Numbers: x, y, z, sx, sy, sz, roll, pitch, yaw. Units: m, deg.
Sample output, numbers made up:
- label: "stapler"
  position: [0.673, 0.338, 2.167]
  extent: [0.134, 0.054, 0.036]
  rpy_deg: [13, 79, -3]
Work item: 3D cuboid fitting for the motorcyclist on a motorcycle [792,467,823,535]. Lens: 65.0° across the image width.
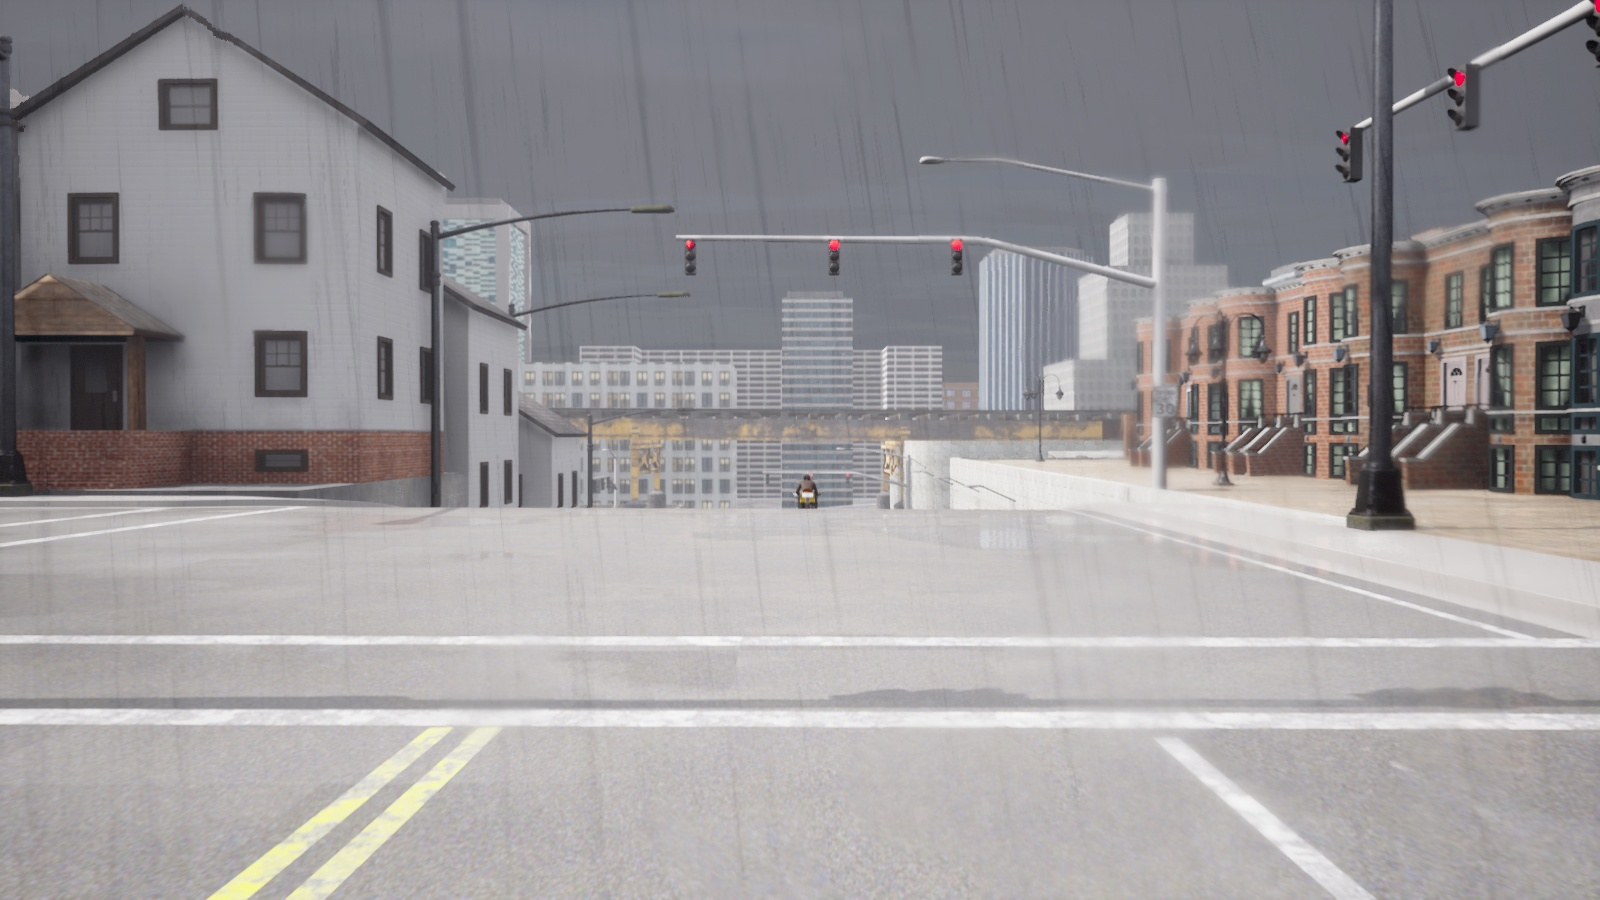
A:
- label: "motorcyclist on a motorcycle"
  position: [0.203, 1.397, 33.772]
  extent: [0.797, 1.523, 2.044]
  rpy_deg: [0, -12, 0]
